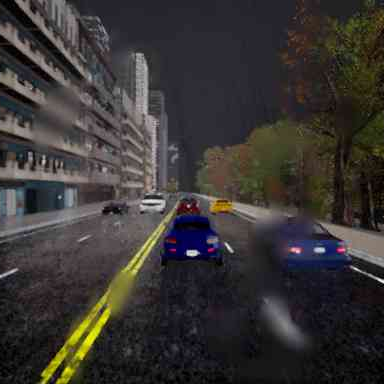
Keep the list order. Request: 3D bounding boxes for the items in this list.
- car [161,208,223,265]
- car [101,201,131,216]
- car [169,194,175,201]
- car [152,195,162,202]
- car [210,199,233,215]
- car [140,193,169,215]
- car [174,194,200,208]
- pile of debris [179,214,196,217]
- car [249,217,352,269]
[{"bbox_3d":[-0.016,1.493,11.396,1.812,1.442,4.674,0,0,-1],"label":"car"},{"bbox_3d":[-7.014,1.489,31.024,1.895,1.301,4.718,0,0,-1],"label":"car"},{"bbox_3d":[-4.299,1.234,73.935,2.128,1.511,4.902,0,0,-1],"label":"car"},{"bbox_3d":[-7.516,1.366,71.639,1.895,1.301,4.718,0,0,-1],"label":"car"},{"bbox_3d":[2.903,1.401,33.166,1.882,1.535,5.008,0,0,-1],"label":"car"},{"bbox_3d":[-3.792,1.120,33.125,2.150,2.045,5.566,0,0,-1],"label":"car"},{"bbox_3d":[-0.319,1.267,31.330,2.097,1.767,4.553,0,0,-1],"label":"car"},{"bbox_3d":[-0.399,2.094,29.598,1.500,0.140,1.860,0,0,-1],"label":"pile of debris"},{"bbox_3d":[3.230,1.529,11.038,2.033,1.411,5.357,0,0,-1],"label":"car"}]
